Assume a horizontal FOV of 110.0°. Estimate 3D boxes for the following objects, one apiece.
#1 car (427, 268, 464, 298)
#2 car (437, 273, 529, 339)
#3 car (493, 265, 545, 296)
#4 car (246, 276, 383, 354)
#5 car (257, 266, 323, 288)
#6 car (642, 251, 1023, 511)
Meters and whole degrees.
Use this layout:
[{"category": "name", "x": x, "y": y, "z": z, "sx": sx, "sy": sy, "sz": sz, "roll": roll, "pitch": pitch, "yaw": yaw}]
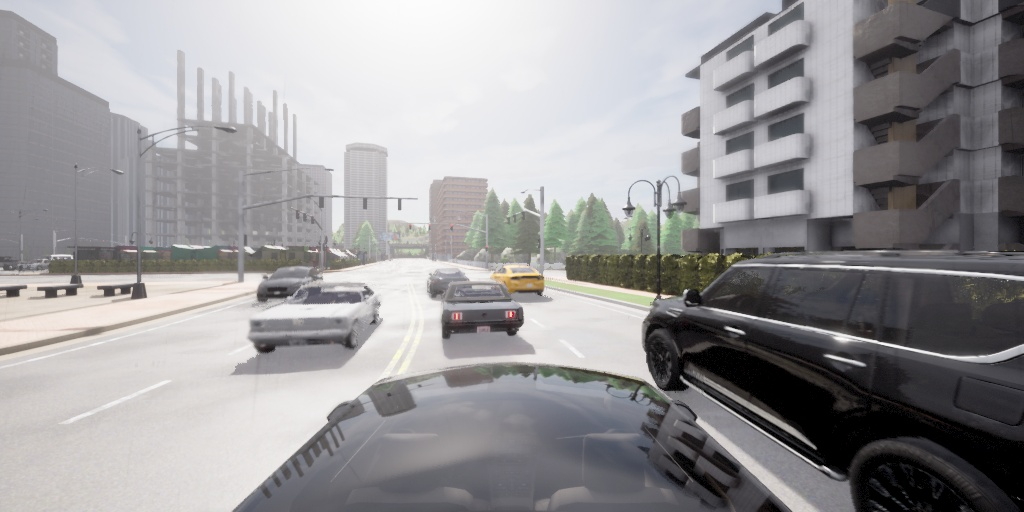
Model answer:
[{"category": "car", "x": -3.323, "y": 1.314, "z": 18.624, "sx": 1.994, "sy": 1.385, "sz": 4.181, "roll": 0, "pitch": 0, "yaw": -16}, {"category": "car", "x": -1.078, "y": 1.351, "z": 10.157, "sx": 1.895, "sy": 1.301, "sz": 4.718, "roll": 0, "pitch": 0, "yaw": -12}, {"category": "car", "x": 0.153, "y": 1.227, "z": 19.069, "sx": 1.882, "sy": 1.535, "sz": 5.008, "roll": 0, "pitch": 0, "yaw": -15}, {"category": "car", "x": -4.542, "y": 1.351, "z": 9.016, "sx": 1.895, "sy": 1.301, "sz": 4.718, "roll": 0, "pitch": 0, "yaw": -12}, {"category": "car", "x": -10.151, "y": 1.256, "z": 16.780, "sx": 1.837, "sy": 1.490, "sz": 4.892, "roll": 0, "pitch": -1, "yaw": -16}, {"category": "car", "x": 3.329, "y": 0.975, "z": 3.615, "sx": 2.150, "sy": 2.045, "sz": 5.566, "roll": 0, "pitch": 0, "yaw": -3}]
